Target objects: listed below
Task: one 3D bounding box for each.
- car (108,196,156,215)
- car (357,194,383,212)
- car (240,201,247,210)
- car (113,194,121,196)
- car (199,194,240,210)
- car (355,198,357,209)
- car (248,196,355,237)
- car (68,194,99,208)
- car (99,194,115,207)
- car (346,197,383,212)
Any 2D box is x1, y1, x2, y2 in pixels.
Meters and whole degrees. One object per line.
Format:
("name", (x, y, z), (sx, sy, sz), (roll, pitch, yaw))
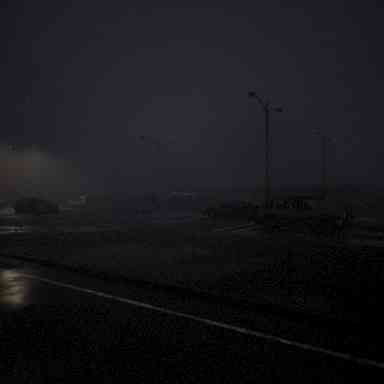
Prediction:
("car", (-5.697, 1.395, 31.482), (3.806, 1.475, 1.970), (0, 0, 34))
("car", (18.232, 1.156, 35.658), (3.866, 1.878, 1.905), (0, 0, 34))
("car", (5.420, 1.364, 47.859), (3.905, 1.438, 1.784), (0, 0, 34))
("car", (-11.837, 1.153, 49.388), (4.605, 1.855, 1.932), (0, 0, 34))
("car", (3.737, 1.153, 45.501), (4.605, 1.855, 1.932), (0, 0, 34))
("car", (7.219, 1.156, 19.416), (3.866, 1.878, 1.905), (0, 0, 34))
("car", (5.546, 1.153, 17.054), (4.605, 1.855, 1.932), (0, 0, 34))
("car", (-14.935, 1.395, 44.748), (3.806, 1.475, 1.970), (0, 0, 34))
("car", (-13.305, 1.364, 47.141), (3.905, 1.438, 1.784), (0, 0, 34))
("car", (19.870, 1.395, 38.046), (3.806, 1.475, 1.970), (0, 0, 34))
